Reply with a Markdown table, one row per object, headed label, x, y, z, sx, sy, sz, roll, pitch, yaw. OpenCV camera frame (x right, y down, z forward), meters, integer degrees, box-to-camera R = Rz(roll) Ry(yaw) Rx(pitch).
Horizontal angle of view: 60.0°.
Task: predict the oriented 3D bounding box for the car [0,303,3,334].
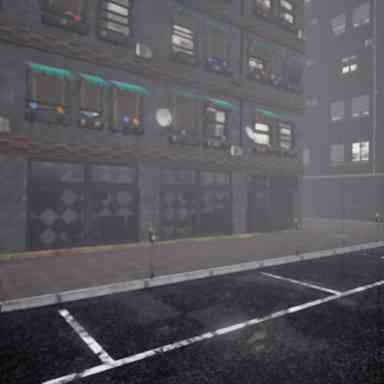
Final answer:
| label | x | y | z | sx | sy | sz | roll | pitch | yaw |
| --- | --- | --- | --- | --- | --- | --- | --- | --- | --- |
| car | -4.460 | 1.532 | 3.375 | 4.403 | 1.369 | 2.008 | 1 | 0 | -36 |
